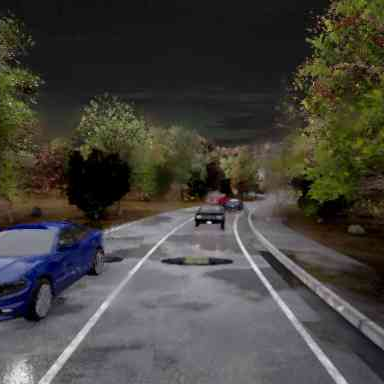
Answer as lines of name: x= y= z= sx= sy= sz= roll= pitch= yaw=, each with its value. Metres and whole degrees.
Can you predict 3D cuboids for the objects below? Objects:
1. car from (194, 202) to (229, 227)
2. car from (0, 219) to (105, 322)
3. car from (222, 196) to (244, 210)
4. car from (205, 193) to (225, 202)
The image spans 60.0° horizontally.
car: x=1.335 y=1.584 z=22.644 sx=1.895 sy=1.301 sz=4.718 roll=1 pitch=0 yaw=7
car: x=-3.473 y=1.454 z=7.487 sx=1.882 sy=1.535 sz=5.008 roll=-1 pitch=0 yaw=2
car: x=5.542 y=1.536 z=42.588 sx=1.812 sy=1.442 sz=4.674 roll=1 pitch=0 yaw=16
car: x=3.552 y=1.151 z=48.574 sx=2.150 sy=2.045 sz=5.566 roll=2 pitch=0 yaw=18
